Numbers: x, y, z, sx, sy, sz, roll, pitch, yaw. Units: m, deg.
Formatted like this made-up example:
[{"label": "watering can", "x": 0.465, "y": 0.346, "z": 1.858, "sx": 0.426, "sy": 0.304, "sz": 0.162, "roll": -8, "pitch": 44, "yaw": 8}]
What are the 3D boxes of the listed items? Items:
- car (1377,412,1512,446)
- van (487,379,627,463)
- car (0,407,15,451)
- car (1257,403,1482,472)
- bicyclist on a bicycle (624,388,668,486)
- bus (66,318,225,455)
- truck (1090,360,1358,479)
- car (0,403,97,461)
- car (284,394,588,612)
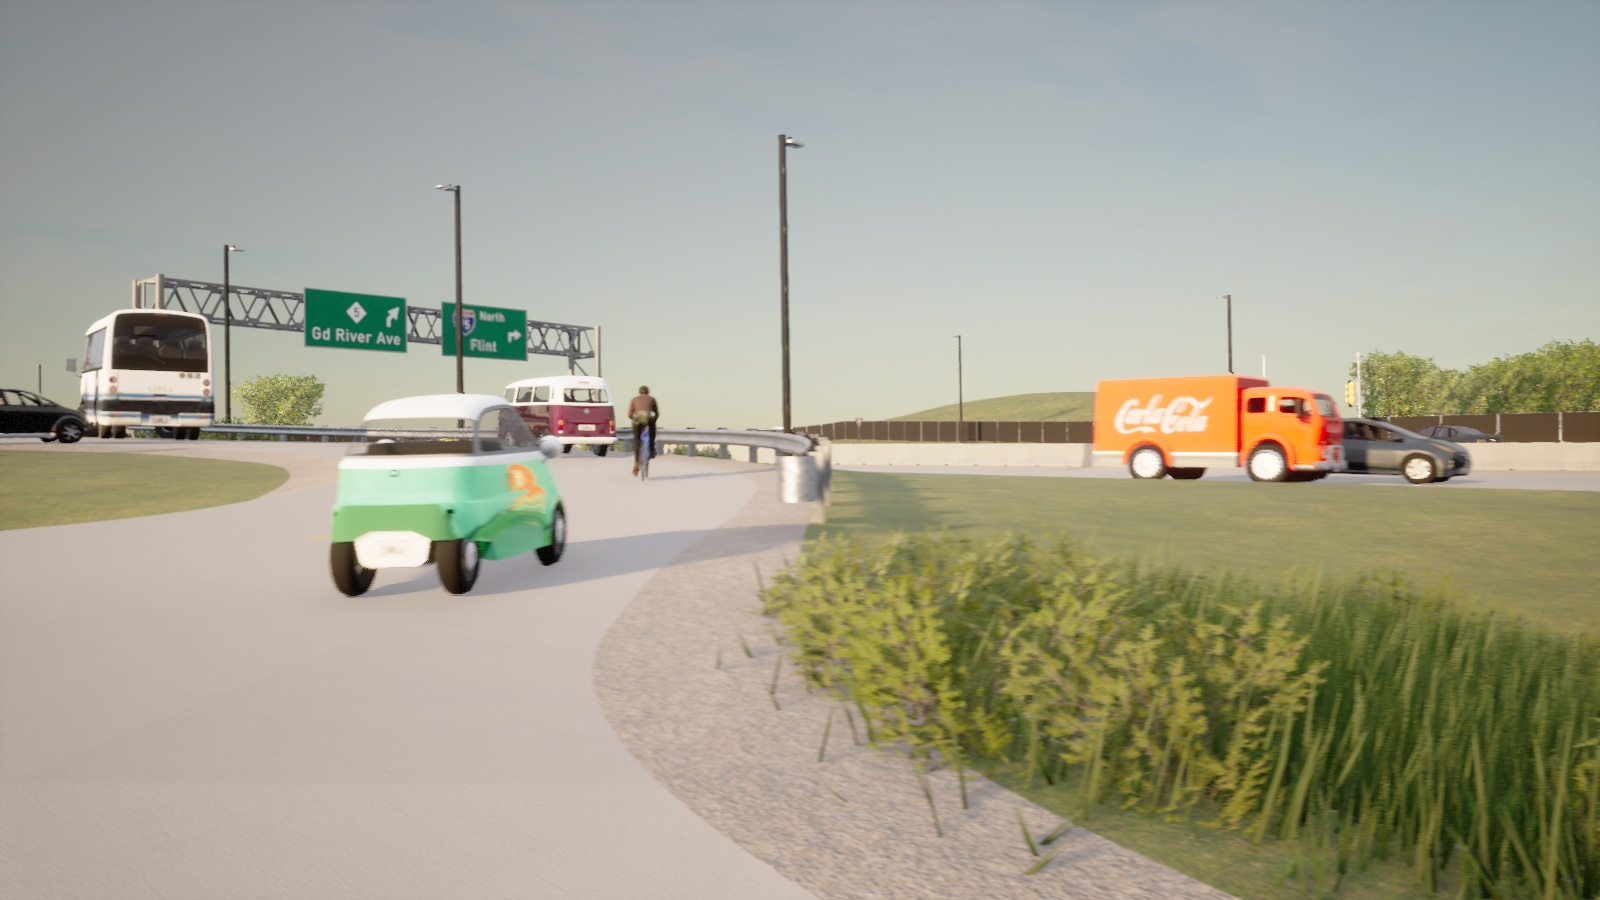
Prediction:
[{"label": "car", "x": 29.123, "y": -0.928, "z": 56.942, "sx": 2.033, "sy": 1.411, "sz": 5.357, "roll": -2, "pitch": 1, "yaw": -23}, {"label": "van", "x": -6.398, "y": -0.754, "z": 32.710, "sx": 2.069, "sy": 2.038, "sz": 4.480, "roll": -1, "pitch": 2, "yaw": -32}, {"label": "car", "x": -28.825, "y": -0.717, "z": 42.399, "sx": 3.633, "sy": 1.501, "sz": 1.845, "roll": 0, "pitch": 0, "yaw": 9}, {"label": "car", "x": 13.593, "y": -0.256, "z": 30.082, "sx": 4.514, "sy": 1.525, "sz": 2.007, "roll": -1, "pitch": 0, "yaw": 40}, {"label": "bicyclist on a bicycle", "x": -2.651, "y": -0.241, "z": 21.725, "sx": 0.582, "sy": 1.620, "sz": 1.656, "roll": -2, "pitch": 2, "yaw": -3}, {"label": "bus", "x": -23.387, "y": -2.113, "z": 44.507, "sx": 3.944, "sy": 4.253, "sz": 10.273, "roll": -1, "pitch": 2, "yaw": -33}, {"label": "truck", "x": 9.656, "y": -0.620, "z": 28.804, "sx": 5.204, "sy": 2.467, "sz": 2.627, "roll": -1, "pitch": 0, "yaw": 40}, {"label": "car", "x": -21.885, "y": -0.531, "z": 34.881, "sx": 1.789, "sy": 1.549, "sz": 3.705, "roll": 2, "pitch": 3, "yaw": 40}, {"label": "car", "x": -2.600, "y": 0.311, "z": 9.435, "sx": 1.481, "sy": 1.376, "sz": 2.207, "roll": -2, "pitch": 3, "yaw": 3}]
